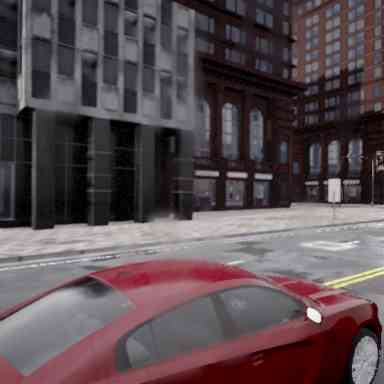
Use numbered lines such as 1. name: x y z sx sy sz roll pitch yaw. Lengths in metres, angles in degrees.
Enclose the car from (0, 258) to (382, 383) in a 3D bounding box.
1. car: 0.069 1.472 3.489 5.008 1.535 1.882 0 0 -36
